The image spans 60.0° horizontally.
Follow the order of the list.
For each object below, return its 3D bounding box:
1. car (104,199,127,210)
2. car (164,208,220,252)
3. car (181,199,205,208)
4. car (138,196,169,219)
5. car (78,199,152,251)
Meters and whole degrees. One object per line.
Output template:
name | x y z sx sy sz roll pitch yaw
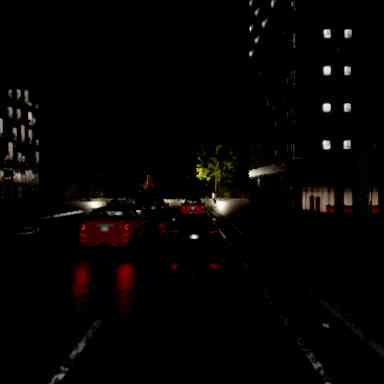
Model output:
car | -9.835 1.607 43.234 1.895 1.301 4.718 0 0 0
car | 0.085 1.570 13.845 1.994 1.385 4.181 0 0 0
car | 0.089 1.360 29.332 2.097 1.767 4.553 0 0 0
car | -3.161 1.361 29.318 2.097 1.767 4.553 0 0 0
car | -3.164 1.358 14.186 2.097 1.767 4.553 0 0 0
